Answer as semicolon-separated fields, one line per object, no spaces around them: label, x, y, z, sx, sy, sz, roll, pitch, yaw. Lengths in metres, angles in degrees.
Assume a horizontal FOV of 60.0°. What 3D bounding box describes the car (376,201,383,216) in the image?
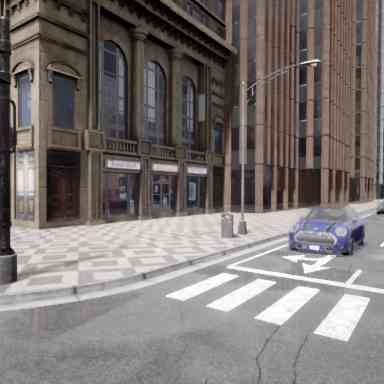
car;19.670;1.592;33.159;2.033;1.411;5.357;1;0;36

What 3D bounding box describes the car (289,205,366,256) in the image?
car;5.531;1.348;13.334;2.097;1.767;4.553;1;0;35
